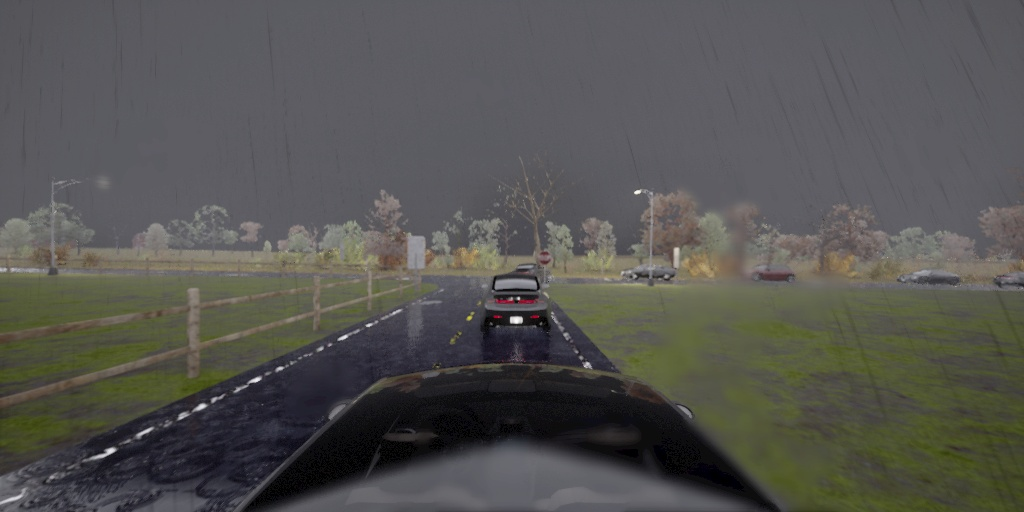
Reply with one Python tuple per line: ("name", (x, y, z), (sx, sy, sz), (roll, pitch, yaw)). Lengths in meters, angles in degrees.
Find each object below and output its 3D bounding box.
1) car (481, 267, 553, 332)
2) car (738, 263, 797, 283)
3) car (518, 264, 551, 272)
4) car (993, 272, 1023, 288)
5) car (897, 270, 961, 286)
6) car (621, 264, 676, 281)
("car", (0.101, 1.263, 10.930), (1.837, 1.490, 4.892), (0, 0, 0))
("car", (23.741, 1.558, 33.510), (4.553, 1.767, 2.097), (1, 1, 0))
("car", (1.528, 1.282, 25.943), (1.837, 1.490, 4.892), (-1, 0, 21))
("car", (44.330, 2.098, 30.571), (4.902, 1.511, 2.128), (1, 1, 1))
("car", (38.875, 1.997, 33.461), (4.674, 1.442, 1.812), (1, 1, 0))
("car", (12.736, 1.502, 33.502), (4.902, 1.511, 2.128), (1, 1, -1))
